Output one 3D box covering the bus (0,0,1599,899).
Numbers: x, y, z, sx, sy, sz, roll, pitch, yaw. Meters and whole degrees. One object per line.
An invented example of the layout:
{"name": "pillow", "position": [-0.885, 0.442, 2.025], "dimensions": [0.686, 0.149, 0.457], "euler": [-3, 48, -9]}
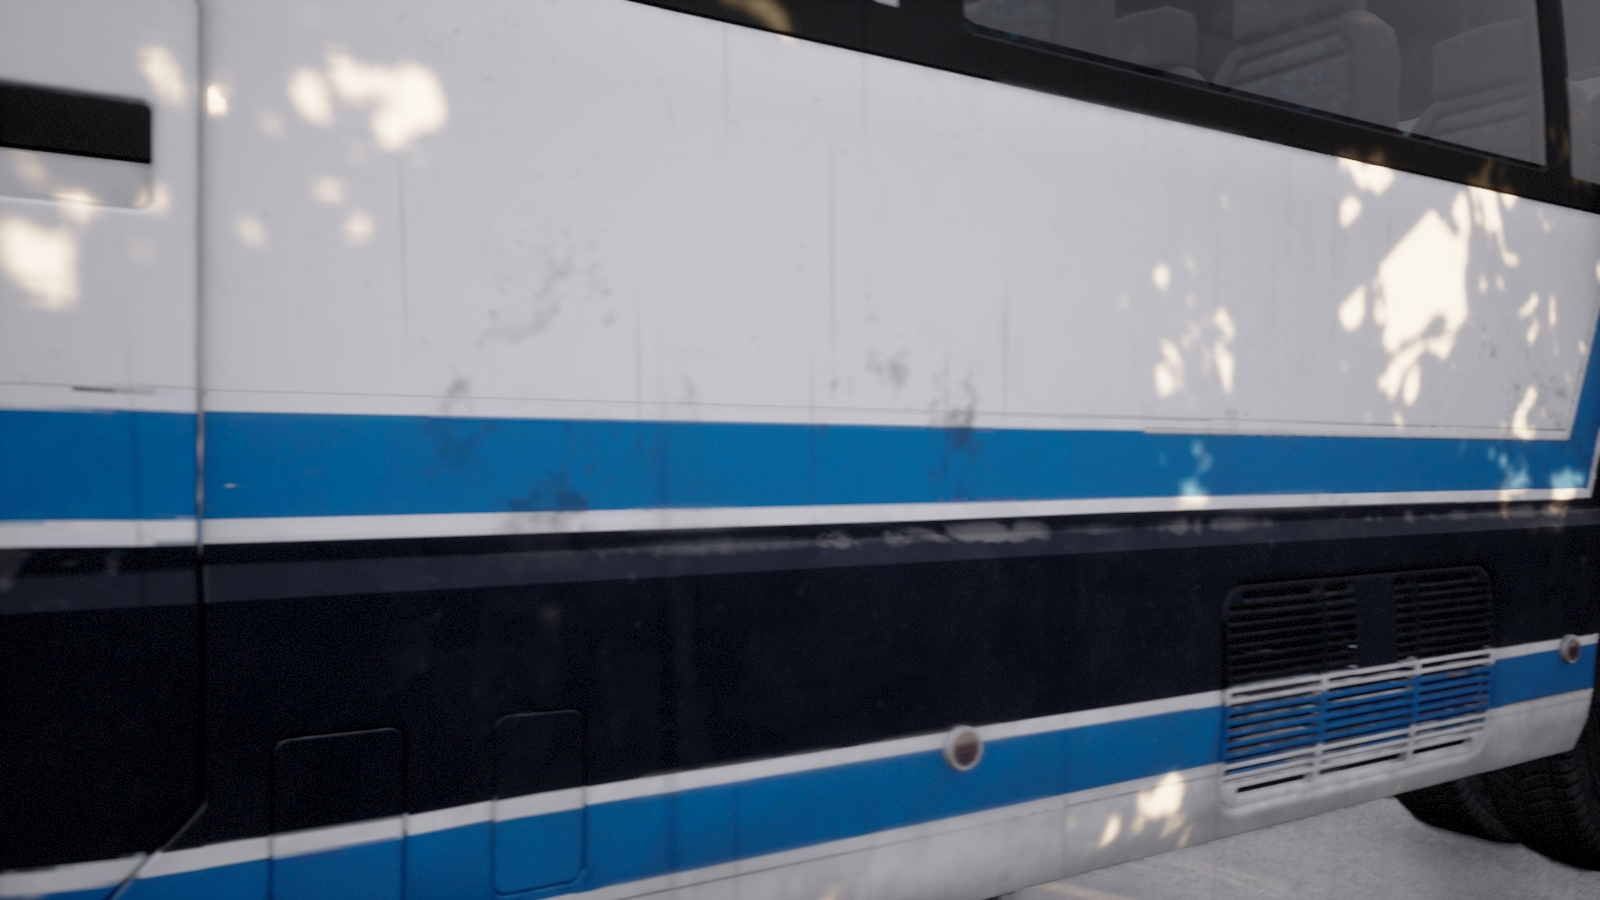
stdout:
{"name": "bus", "position": [-0.002, -0.618, 4.254], "dimensions": [10.273, 4.253, 3.944], "euler": [0, 0, -33]}
